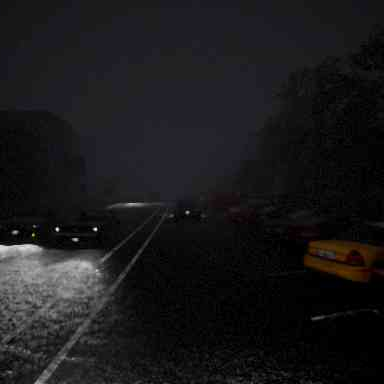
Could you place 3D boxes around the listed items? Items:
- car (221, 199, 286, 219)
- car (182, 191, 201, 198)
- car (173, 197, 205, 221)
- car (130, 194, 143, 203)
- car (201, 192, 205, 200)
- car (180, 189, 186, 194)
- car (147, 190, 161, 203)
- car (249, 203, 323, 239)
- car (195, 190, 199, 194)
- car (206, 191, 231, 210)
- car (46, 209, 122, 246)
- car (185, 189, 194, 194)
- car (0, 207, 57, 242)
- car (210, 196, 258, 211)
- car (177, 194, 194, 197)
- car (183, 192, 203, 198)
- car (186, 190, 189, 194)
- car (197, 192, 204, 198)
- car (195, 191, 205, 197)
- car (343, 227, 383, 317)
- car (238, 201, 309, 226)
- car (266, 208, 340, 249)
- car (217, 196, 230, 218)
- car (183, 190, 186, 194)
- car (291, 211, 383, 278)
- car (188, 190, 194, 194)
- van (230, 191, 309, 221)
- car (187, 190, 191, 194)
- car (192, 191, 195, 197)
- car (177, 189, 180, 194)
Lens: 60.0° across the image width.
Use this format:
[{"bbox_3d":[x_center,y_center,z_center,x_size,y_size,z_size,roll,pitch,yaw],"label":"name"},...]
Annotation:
[{"bbox_3d":[4.820,1.282,26.177,4.674,1.452,2.002,1,1,-22],"label":"car"},{"bbox_3d":[-0.083,0.620,88.356,4.553,1.767,2.185,0,1,-27],"label":"car"},{"bbox_3d":[-0.373,1.337,24.605,1.994,1.385,4.181,0,1,-2],"label":"car"},{"bbox_3d":[-9.264,1.040,56.183,2.128,1.511,4.902,0,0,-4],"label":"car"},{"bbox_3d":[4.141,1.118,41.012,4.892,1.521,2.231,1,1,-23],"label":"car"},{"bbox_3d":[0.659,0.591,82.478,5.566,2.045,2.435,0,1,-27],"label":"car"},{"bbox_3d":[-6.533,0.756,57.376,2.150,2.045,5.566,0,1,-4],"label":"car"},{"bbox_3d":[5.132,1.398,14.317,4.674,1.452,2.002,0,1,-21],"label":"car"},{"bbox_3d":[3.336,0.907,52.867,4.553,1.767,2.185,1,0,-24],"label":"car"},{"bbox_3d":[4.608,0.938,32.127,5.566,2.045,2.435,1,0,-23],"label":"car"},{"bbox_3d":[-4.435,1.473,14.763,1.895,1.301,4.718,0,1,-1],"label":"car"},{"bbox_3d":[1.604,0.790,73.603,4.553,1.767,2.185,0,1,-26],"label":"car"},{"bbox_3d":[-7.260,1.430,15.573,1.994,1.385,4.181,0,1,-1],"label":"car"},{"bbox_3d":[4.445,1.204,35.079,4.674,1.452,2.002,1,1,-23],"label":"car"},{"bbox_3d":[-1.174,1.230,41.970,1.895,1.301,4.718,0,0,-3],"label":"car"},{"bbox_3d":[0.317,0.828,85.437,4.792,1.488,2.163,0,1,-27],"label":"car"},{"bbox_3d":[2.032,0.930,70.720,5.366,1.575,1.946,1,0,-26],"label":"car"},{"bbox_3d":[3.744,1.102,46.934,4.792,1.488,2.163,1,1,-24],"label":"car"},{"bbox_3d":[3.569,1.052,49.913,5.008,1.535,2.097,1,0,-24],"label":"car"},{"bbox_3d":[5.276,1.440,5.430,5.008,1.535,2.097,1,0,-21],"label":"car"},{"bbox_3d":[5.086,1.368,17.271,4.674,1.452,2.002,1,0,-22],"label":"car"},{"bbox_3d":[5.200,1.427,11.370,4.674,1.452,2.002,1,0,-21],"label":"car"},{"bbox_3d":[4.748,1.265,23.138,5.366,1.575,1.946,1,1,-22],"label":"car"},{"bbox_3d":[1.267,0.898,76.551,5.008,1.535,2.097,0,0,-26],"label":"car"},{"bbox_3d":[5.427,1.413,8.466,5.366,1.575,1.946,1,0,-21],"label":"car"},{"bbox_3d":[2.421,0.963,64.717,5.008,1.535,2.097,1,1,-25],"label":"car"},{"bbox_3d":[4.906,1.072,20.191,4.442,1.987,1.878,1,1,-22],"label":"van"},{"bbox_3d":[2.137,0.947,67.682,5.008,1.535,2.097,1,0,-25],"label":"car"},{"bbox_3d":[3.154,1.014,55.835,5.008,1.535,2.097,1,1,-25],"label":"car"},{"bbox_3d":[-0.440,0.430,91.302,5.566,2.045,2.435,0,2,-27],"label":"car"}]
